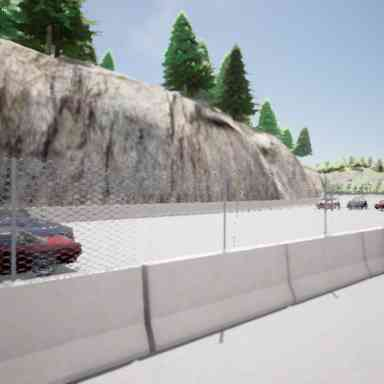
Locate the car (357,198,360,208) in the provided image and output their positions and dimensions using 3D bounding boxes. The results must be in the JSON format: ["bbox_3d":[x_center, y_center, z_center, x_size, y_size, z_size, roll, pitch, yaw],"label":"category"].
[{"bbox_3d":[22.387,1.549,44.828,2.128,1.511,4.902,0,0,39],"label":"car"}]
